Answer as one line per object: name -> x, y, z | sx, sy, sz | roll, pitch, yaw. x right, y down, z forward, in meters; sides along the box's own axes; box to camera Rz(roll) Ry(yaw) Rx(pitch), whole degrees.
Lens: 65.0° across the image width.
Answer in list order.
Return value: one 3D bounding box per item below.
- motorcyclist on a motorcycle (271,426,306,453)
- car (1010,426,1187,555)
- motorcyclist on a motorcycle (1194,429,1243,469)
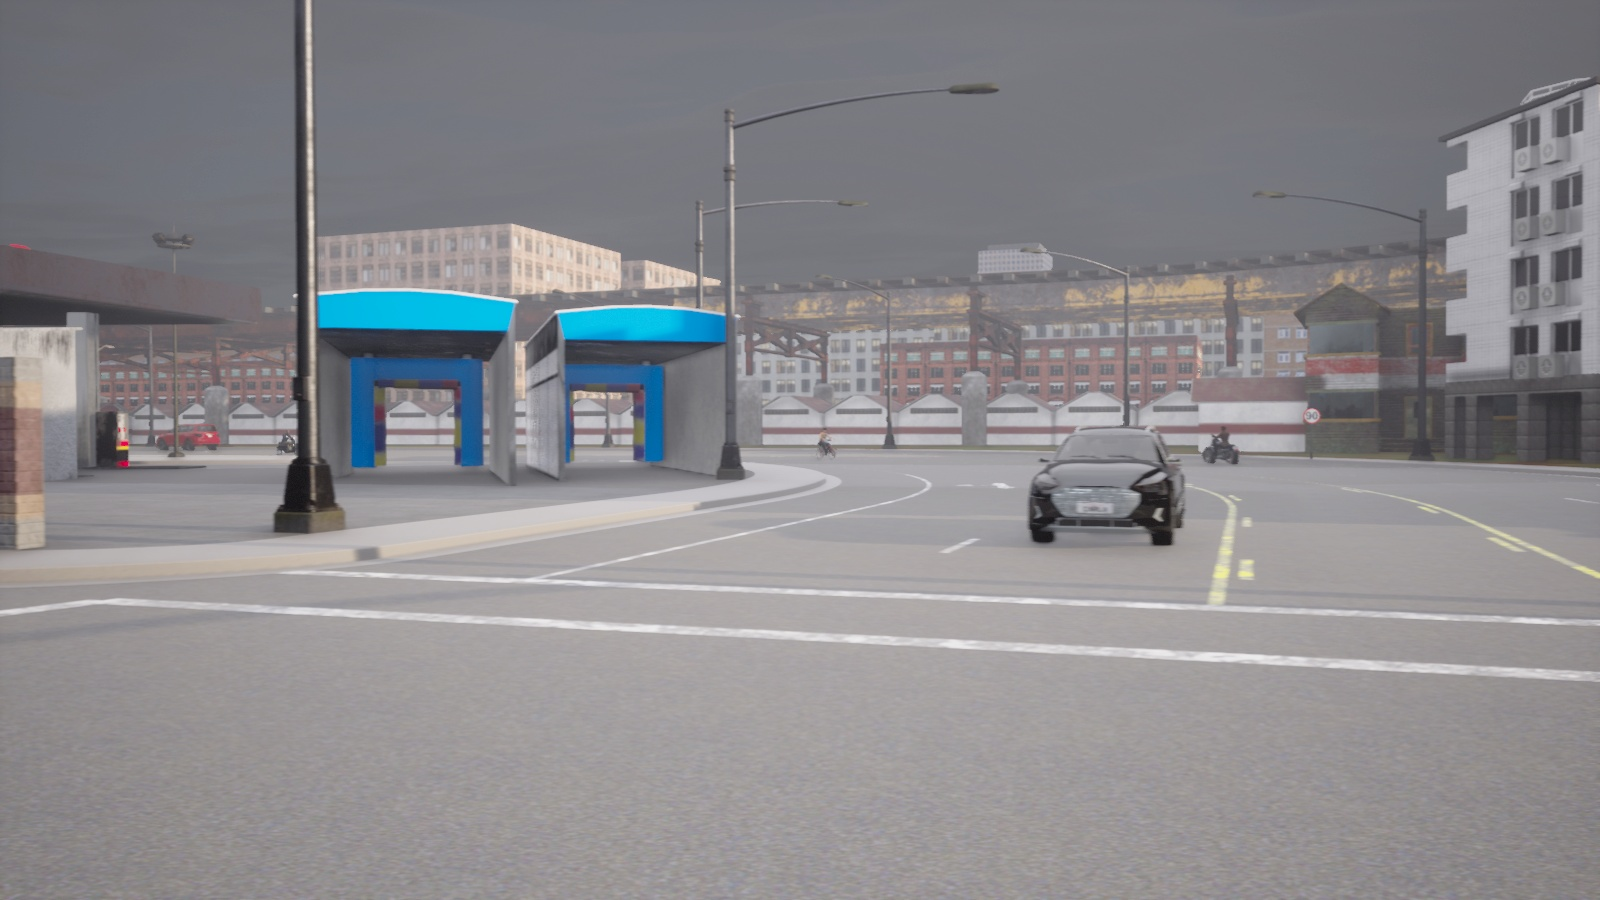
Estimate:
motorcyclist on a motorcycle -> -30.909, -0.653, 75.842 | 1.817, 1.590, 0.866 | 1, 1, 20
car -> 4.569, 0.474, 18.663 | 2.033, 1.649, 4.856 | 1, 1, 20
motorcyclist on a motorcycle -> 17.456, -0.058, 52.477 | 0.766, 1.649, 2.350 | 0, 1, -15
